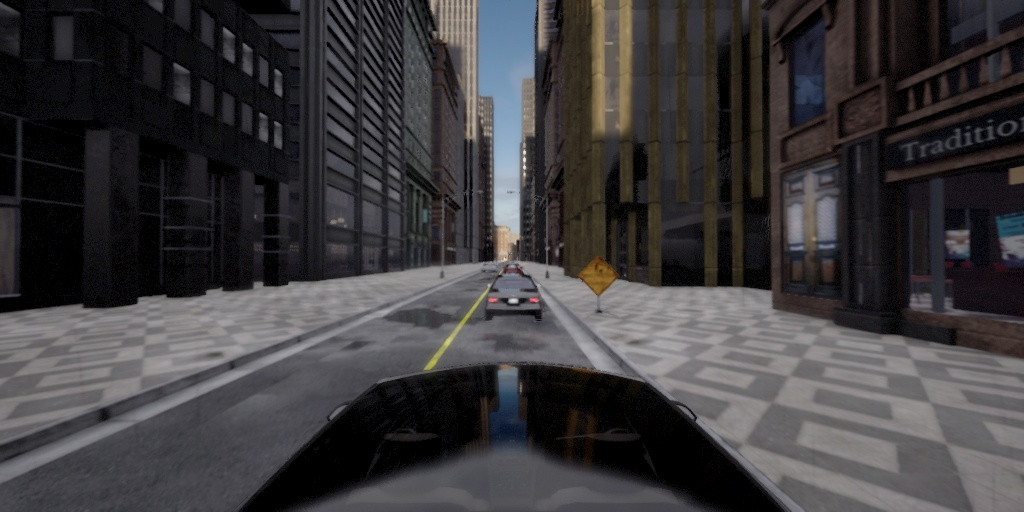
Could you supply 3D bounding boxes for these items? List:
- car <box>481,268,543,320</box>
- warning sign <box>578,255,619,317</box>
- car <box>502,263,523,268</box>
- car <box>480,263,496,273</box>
[{"bbox_3d":[0.062,1.339,12.760,2.033,1.411,5.357,0,0,0],"label":"car"},{"bbox_3d":[2.716,0.900,11.241,1.300,1.860,1.060,0,0,0],"label":"warning sign"},{"bbox_3d":[0.087,1.406,33.677,1.812,1.442,4.674,0,0,0],"label":"car"},{"bbox_3d":[-3.099,1.554,47.525,1.895,1.301,4.718,0,0,0],"label":"car"}]
